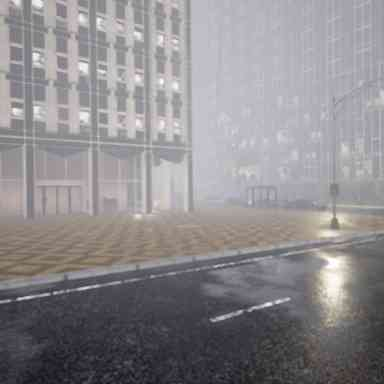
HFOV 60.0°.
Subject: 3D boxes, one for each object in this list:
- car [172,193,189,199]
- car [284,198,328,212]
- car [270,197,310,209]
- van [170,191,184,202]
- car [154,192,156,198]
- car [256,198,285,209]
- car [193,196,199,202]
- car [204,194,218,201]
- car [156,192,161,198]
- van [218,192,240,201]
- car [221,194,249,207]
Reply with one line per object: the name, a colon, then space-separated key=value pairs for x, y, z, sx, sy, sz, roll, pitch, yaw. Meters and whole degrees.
car: x=-2.622 y=0.943 z=74.272 sx=1.802 sy=1.307 sz=4.206 roll=0 pitch=1 yaw=-34
car: x=12.802 y=1.428 z=36.625 sx=1.947 sy=1.339 sz=4.313 roll=0 pitch=1 yaw=-34
car: x=12.305 y=1.376 z=42.160 sx=1.895 sy=1.301 sz=4.718 roll=-1 pitch=1 yaw=-34
van: x=-3.126 y=0.942 z=60.157 sx=1.690 sy=1.788 sz=3.998 roll=0 pitch=1 yaw=-34
car: x=-9.037 y=0.693 z=83.654 sx=1.967 sy=1.590 sz=4.097 roll=0 pitch=1 yaw=-34
car: x=9.609 y=1.392 z=41.329 sx=1.802 sy=1.307 sz=4.206 roll=0 pitch=1 yaw=-34
car: x=-0.657 y=1.089 z=61.242 sx=1.812 sy=1.442 sz=4.674 roll=-1 pitch=1 yaw=-34
car: x=3.792 y=1.050 z=64.887 sx=1.802 sy=1.307 sz=4.206 roll=0 pitch=1 yaw=-34
car: x=-5.830 y=0.622 z=78.960 sx=2.192 sy=1.841 sz=5.009 roll=0 pitch=1 yaw=-34
van: x=6.999 y=0.861 z=60.191 sx=1.690 sy=1.788 sz=3.998 roll=0 pitch=1 yaw=-34
car: x=6.450 y=1.324 z=46.054 sx=1.947 sy=1.339 sz=4.313 roll=0 pitch=1 yaw=-34
